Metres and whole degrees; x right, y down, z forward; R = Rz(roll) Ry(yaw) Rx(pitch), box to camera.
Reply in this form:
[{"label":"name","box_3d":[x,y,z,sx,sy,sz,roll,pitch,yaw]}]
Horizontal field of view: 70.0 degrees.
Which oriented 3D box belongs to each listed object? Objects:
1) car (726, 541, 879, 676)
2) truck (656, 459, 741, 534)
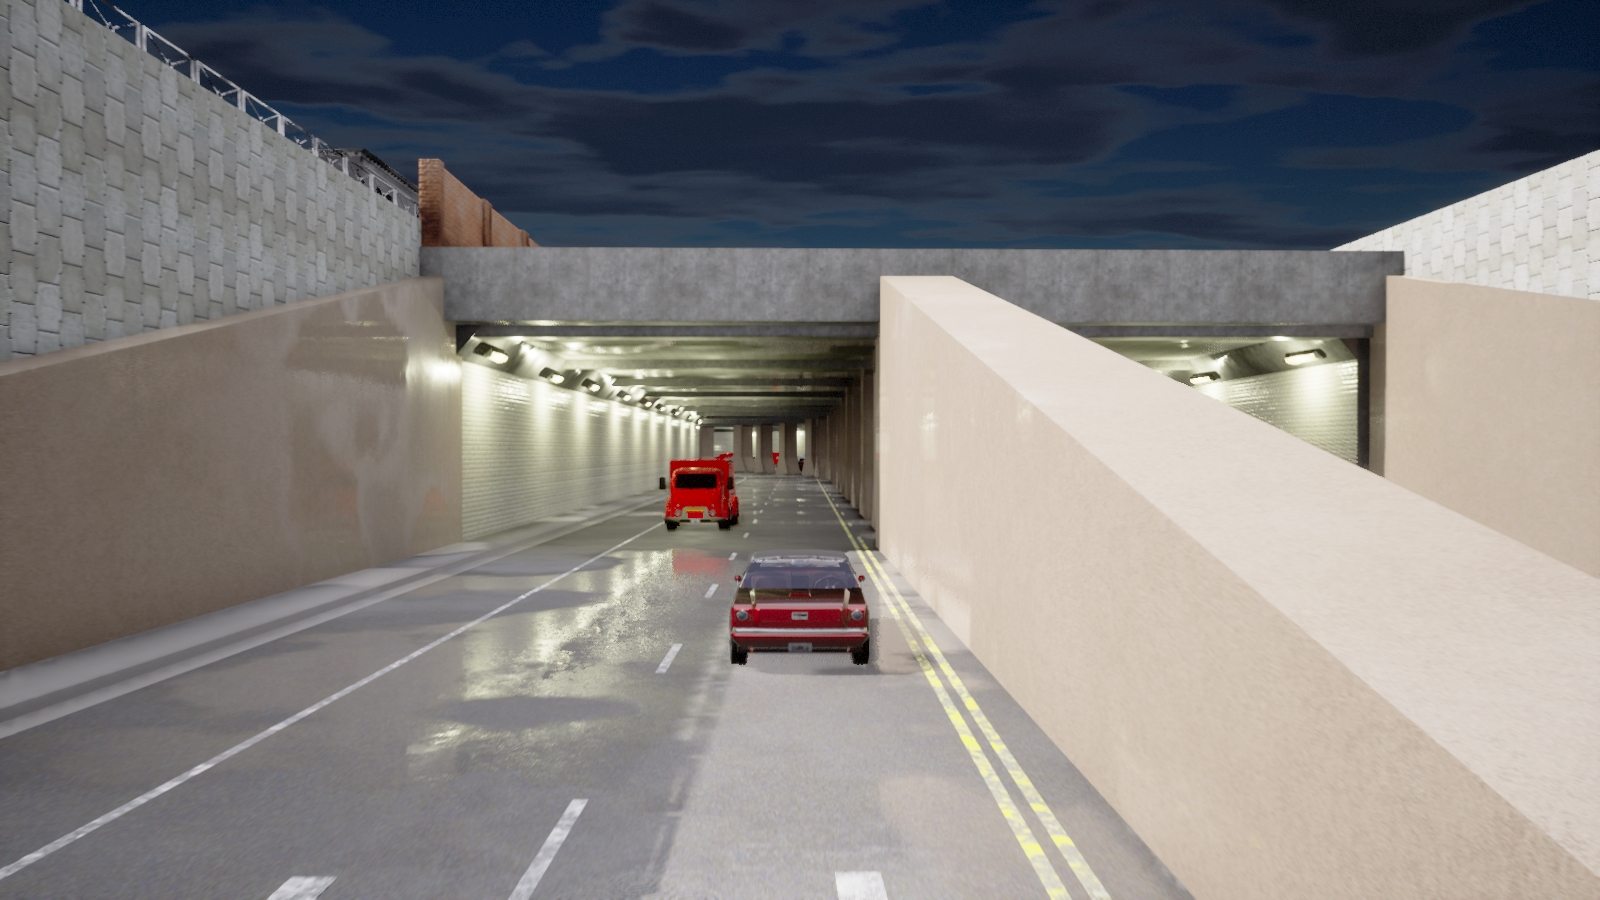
[{"label":"car","box_3d":[0.030,2.152,16.529,1.895,1.301,4.718,0,0,0]},{"label":"truck","box_3d":[-3.528,1.561,40.690,2.627,2.467,5.204,0,0,-1]}]
